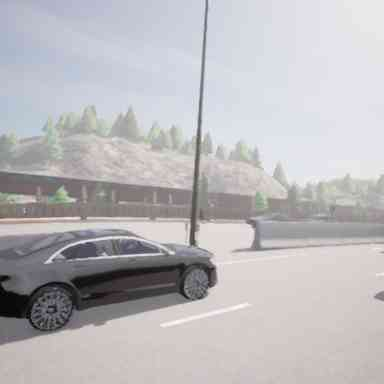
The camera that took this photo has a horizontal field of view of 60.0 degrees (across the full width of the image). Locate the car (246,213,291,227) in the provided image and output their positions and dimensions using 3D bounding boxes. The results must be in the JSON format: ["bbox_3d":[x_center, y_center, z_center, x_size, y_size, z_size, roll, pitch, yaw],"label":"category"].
[{"bbox_3d":[7.463,2.621,30.805,5.357,1.411,2.033,5,-3,-35],"label":"car"}]

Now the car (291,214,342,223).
[{"bbox_3d":[11.264,2.725,29.210,4.892,1.490,1.837,5,-3,-35],"label":"car"}]

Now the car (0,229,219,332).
[{"bbox_3d":[-1.630,1.521,6.883,4.902,1.511,2.128,1,-1,-35],"label":"car"}]
